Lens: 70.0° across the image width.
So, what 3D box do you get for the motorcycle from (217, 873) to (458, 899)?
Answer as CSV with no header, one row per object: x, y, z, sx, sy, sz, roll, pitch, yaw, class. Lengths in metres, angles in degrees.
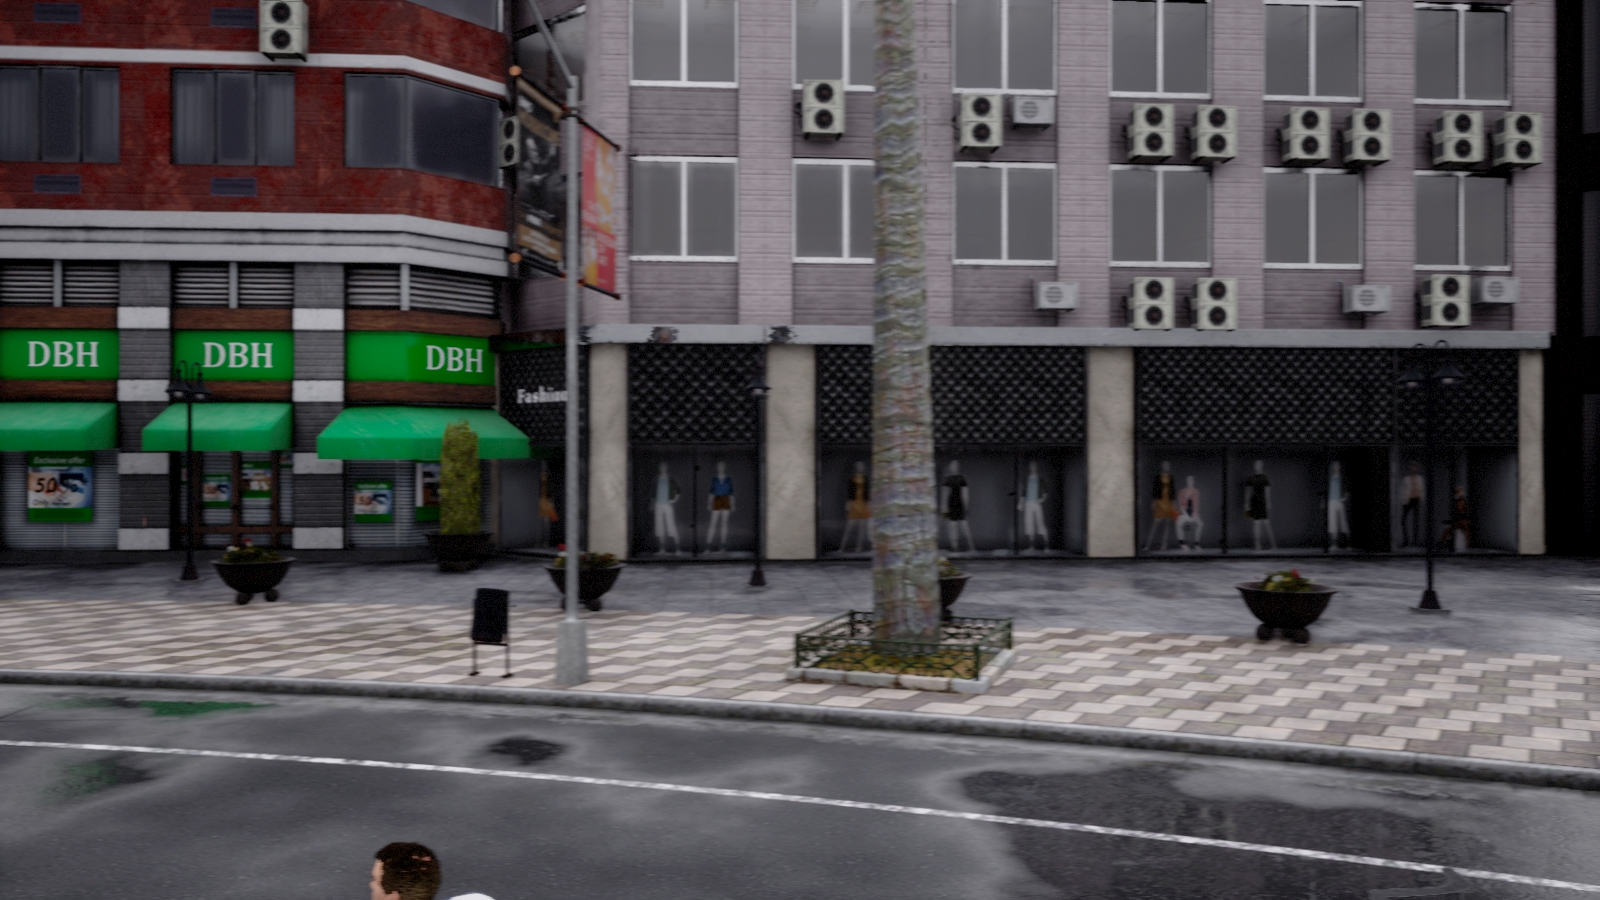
-1.196,2.212,3.720,2.033,1.145,0.803,0,1,18,motorcycle
